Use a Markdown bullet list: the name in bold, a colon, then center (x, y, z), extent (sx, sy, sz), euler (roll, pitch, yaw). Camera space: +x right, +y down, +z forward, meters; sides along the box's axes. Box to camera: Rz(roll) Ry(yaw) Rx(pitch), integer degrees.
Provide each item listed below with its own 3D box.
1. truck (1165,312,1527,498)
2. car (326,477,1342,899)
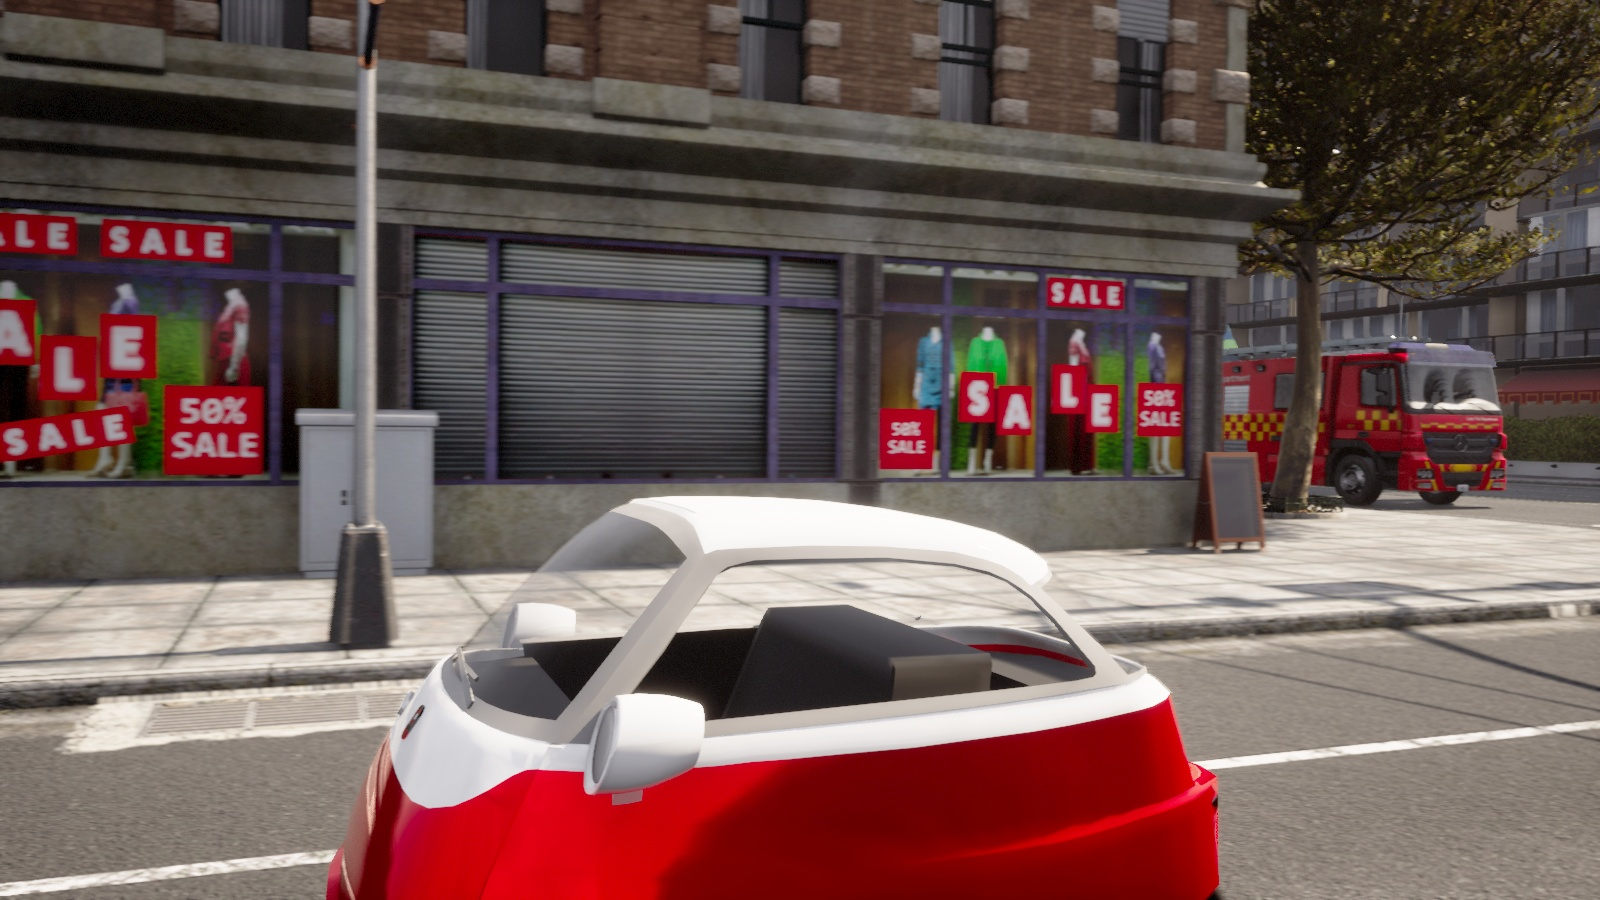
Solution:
- **truck**: center (12.692, -1.003, 30.330), extent (2.891, 3.827, 8.468), euler (-1, 1, -21)
- **car**: center (-0.031, 0.800, 3.228), extent (2.207, 1.376, 1.481), euler (-1, 1, -21)
